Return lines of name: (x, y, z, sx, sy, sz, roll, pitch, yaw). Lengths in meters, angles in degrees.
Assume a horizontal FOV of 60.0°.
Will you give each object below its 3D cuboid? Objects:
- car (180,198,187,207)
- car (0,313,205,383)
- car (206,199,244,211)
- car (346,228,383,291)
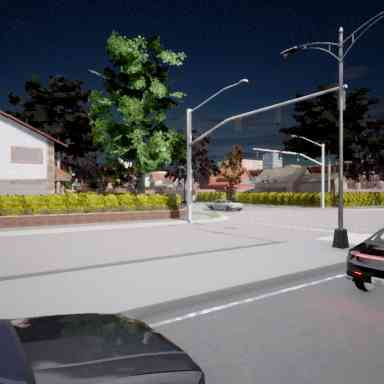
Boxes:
car: (-2.103, 1.483, 46.613, 1.895, 1.301, 4.718, 0, 0, -36)
car: (-2.418, 1.543, 2.021, 5.357, 1.411, 2.033, 0, 0, -36)
car: (3.780, 1.505, 38.442, 1.895, 1.301, 4.718, 0, 0, -36)
car: (5.524, 1.474, 7.671, 4.902, 1.511, 2.128, 0, 0, -35)
